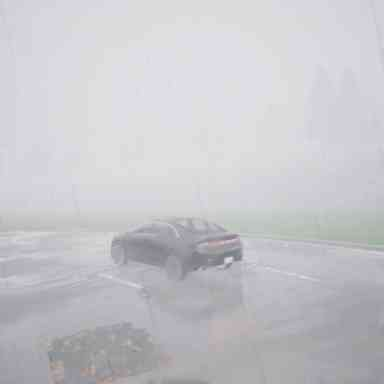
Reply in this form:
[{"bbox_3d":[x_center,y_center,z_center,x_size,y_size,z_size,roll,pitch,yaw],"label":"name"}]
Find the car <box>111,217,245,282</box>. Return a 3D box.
[{"bbox_3d":[-0.686,1.504,9.936,2.128,1.511,4.902,-2,0,-41],"label":"car"}]
